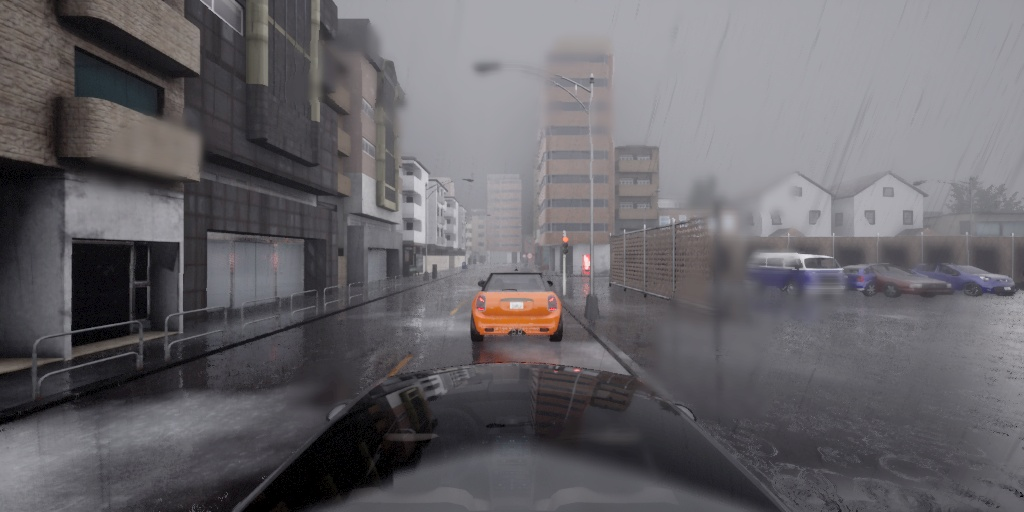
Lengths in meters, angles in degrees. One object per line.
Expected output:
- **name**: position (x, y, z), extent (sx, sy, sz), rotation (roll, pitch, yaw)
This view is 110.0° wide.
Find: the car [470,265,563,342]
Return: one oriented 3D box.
- **car**: position (0.101, 1.102, 9.965), extent (2.097, 1.767, 4.553), rotation (0, 0, 0)
